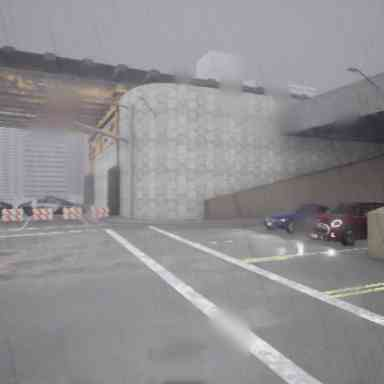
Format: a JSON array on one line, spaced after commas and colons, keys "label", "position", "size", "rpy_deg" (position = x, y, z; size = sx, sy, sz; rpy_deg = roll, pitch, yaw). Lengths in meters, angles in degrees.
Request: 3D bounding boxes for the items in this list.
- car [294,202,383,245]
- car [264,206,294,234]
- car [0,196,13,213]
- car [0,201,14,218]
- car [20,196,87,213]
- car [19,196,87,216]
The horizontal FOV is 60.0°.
[{"label": "car", "position": [7.154, 1.240, 14.711], "size": [4.553, 1.767, 2.097], "rpy_deg": [0, 1, -24]}, {"label": "car", "position": [6.138, 1.373, 18.089], "size": [4.674, 1.442, 1.812], "rpy_deg": [0, 1, -24]}, {"label": "car", "position": [-15.559, 0.963, 23.774], "size": [1.853, 1.218, 4.536], "rpy_deg": [1, 1, 32]}, {"label": "car", "position": [-15.586, 1.120, 23.731], "size": [2.038, 1.542, 4.974], "rpy_deg": [1, 1, 32]}, {"label": "car", "position": [-10.959, 0.961, 26.481], "size": [4.536, 1.218, 1.853], "rpy_deg": [0, 1, 7]}, {"label": "car", "position": [-10.909, 1.119, 26.477], "size": [4.974, 1.542, 2.038], "rpy_deg": [0, 1, 7]}]
